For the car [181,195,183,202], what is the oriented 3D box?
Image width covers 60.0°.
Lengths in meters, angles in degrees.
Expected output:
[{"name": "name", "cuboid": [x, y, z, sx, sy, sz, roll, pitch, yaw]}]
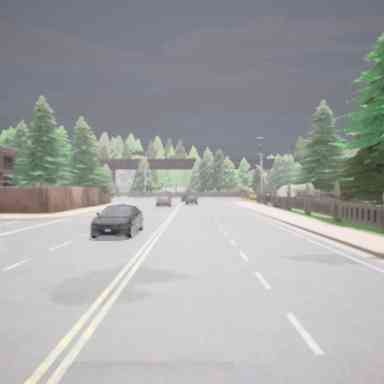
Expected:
[{"name": "car", "cuboid": [-0.588, 0.928, 60.182, 2.097, 1.767, 4.553, 0, 0, -15]}]

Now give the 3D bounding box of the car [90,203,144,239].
[{"name": "car", "cuboid": [-3.600, 1.359, 16.701, 1.882, 1.535, 5.008, 0, 0, 0]}]

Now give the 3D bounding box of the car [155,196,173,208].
[{"name": "car", "cuboid": [-3.569, 1.225, 42.614, 1.812, 1.442, 4.674, 0, 0, 0]}]

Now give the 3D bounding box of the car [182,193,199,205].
[{"name": "car", "cuboid": [-0.002, 1.196, 49.854, 2.033, 1.411, 5.357, 0, 0, 0]}]
